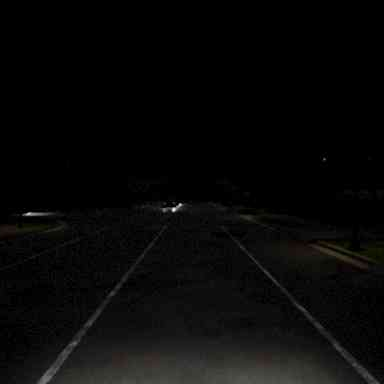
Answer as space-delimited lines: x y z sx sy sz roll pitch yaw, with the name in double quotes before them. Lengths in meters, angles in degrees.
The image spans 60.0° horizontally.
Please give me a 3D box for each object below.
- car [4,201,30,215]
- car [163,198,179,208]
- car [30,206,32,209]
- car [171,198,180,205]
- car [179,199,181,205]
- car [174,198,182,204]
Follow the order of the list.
"car" -20.686 1.730 36.471 4.181 1.385 1.994 0 0 0
"car" -3.750 1.849 57.018 2.097 1.767 4.553 0 0 0
"car" -22.351 1.735 40.180 5.357 1.411 2.033 0 -1 0
"car" -3.724 2.195 76.778 1.812 1.442 4.674 0 0 0
"car" -3.718 2.145 66.522 1.994 1.385 4.181 0 0 1
"car" -3.754 2.353 87.171 1.895 1.301 4.718 0 0 0
